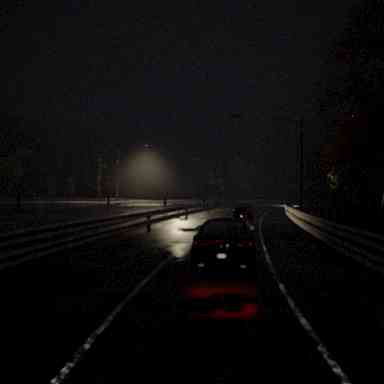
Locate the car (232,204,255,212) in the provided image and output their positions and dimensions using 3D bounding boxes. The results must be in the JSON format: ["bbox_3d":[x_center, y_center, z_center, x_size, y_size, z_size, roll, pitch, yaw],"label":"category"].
[{"bbox_3d":[4.806,1.901,31.203,1.837,1.490,4.892,0,-1,13],"label":"car"}]

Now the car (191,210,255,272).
[{"bbox_3d":[1.139,1.622,11.504,1.882,1.535,5.008,0,-1,8],"label":"car"}]
